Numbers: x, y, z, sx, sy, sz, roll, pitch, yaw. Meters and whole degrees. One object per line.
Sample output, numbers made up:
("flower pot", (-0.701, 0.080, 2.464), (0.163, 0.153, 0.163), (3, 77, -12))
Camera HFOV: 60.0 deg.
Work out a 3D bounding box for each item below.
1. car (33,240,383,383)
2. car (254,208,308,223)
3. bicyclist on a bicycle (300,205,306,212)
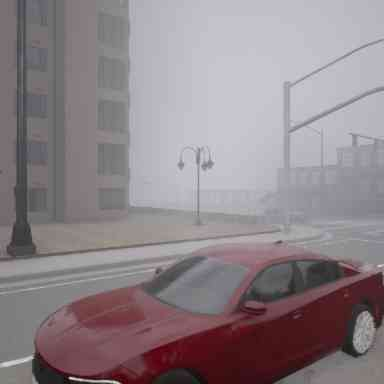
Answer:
("car", (0.625, 1.477, 4.451), (5.008, 1.535, 1.882), (0, 0, -35))
("car", (7.934, 2.096, 29.818), (1.895, 1.301, 4.718), (0, -4, -36))
("bicyclist on a bicycle", (13.549, 2.464, 40.681), (1.656, 1.620, 0.582), (0, -8, -35))
